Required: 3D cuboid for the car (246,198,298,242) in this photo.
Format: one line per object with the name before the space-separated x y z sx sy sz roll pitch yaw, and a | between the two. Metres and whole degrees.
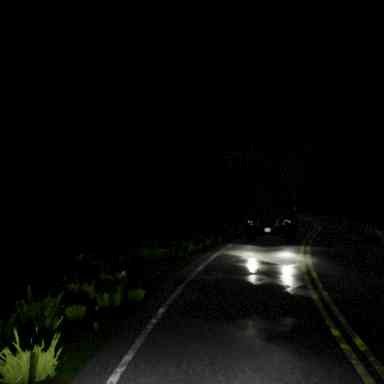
car | 4.312 1.356 17.436 2.150 2.045 5.566 -2 -1 20
